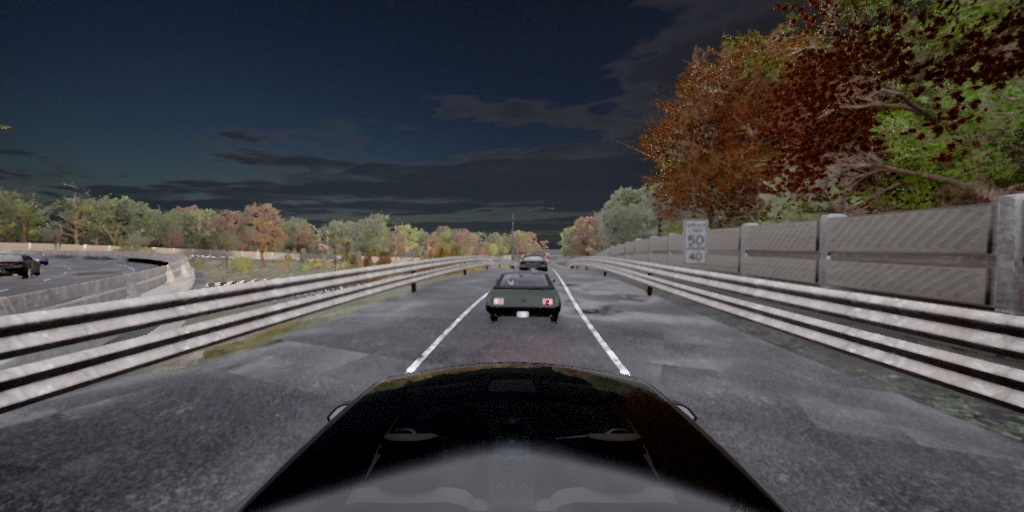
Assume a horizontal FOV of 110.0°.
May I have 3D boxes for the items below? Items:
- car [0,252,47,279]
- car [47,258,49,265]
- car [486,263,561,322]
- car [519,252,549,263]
[{"bbox_3d":[-31.007,0.619,22.154,1.882,1.535,5.008,-2,2,-45],"label":"car"},{"bbox_3d":[-48.767,0.286,36.327,4.181,1.385,1.994,1,2,32],"label":"car"},{"bbox_3d":[0.403,1.083,11.004,1.895,1.301,4.718,0,2,3],"label":"car"},{"bbox_3d":[1.527,0.647,25.207,1.882,1.535,5.008,0,1,5],"label":"car"}]
